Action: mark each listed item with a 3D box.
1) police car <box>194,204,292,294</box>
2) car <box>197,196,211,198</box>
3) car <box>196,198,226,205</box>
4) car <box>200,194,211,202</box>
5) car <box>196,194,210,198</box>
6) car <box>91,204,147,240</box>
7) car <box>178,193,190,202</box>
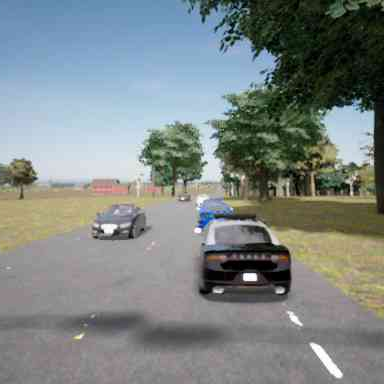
[{"bbox_3d":[1.101,1.347,8.718,1.930,1.638,5.238,0,1,1],"label":"police car"},{"bbox_3d":[1.465,1.276,24.544,1.837,1.490,4.892,0,1,2],"label":"car"},{"bbox_3d":[1.287,1.306,18.570,1.882,1.535,5.008,0,1,1],"label":"car"},{"bbox_3d":[2.570,1.009,61.351,1.895,1.301,4.718,0,1,5],"label":"car"},{"bbox_3d":[1.535,1.084,46.269,1.812,1.442,4.674,0,0,4],"label":"car"},{"bbox_3d":[-3.395,1.339,16.245,2.128,1.511,4.902,0,1,1],"label":"car"},{"bbox_3d":[-1.333,0.939,56.849,2.128,1.511,4.902,0,1,5],"label":"car"}]
